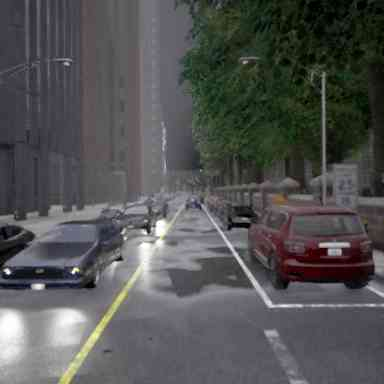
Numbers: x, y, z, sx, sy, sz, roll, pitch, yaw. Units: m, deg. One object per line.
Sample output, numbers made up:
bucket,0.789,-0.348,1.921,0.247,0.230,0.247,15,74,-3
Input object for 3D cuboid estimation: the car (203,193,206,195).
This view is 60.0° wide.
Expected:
car,2.876,1.297,58.108,1.752,1.417,4.829,0,0,0

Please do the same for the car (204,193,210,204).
car,2.841,1.261,41.568,1.967,1.590,4.097,0,0,0

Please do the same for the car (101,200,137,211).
car,-5.718,1.488,25.209,2.008,1.369,4.403,0,0,0

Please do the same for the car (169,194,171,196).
car,-5.638,1.368,63.409,1.887,1.381,4.507,0,0,0

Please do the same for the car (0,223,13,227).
car,-5.752,1.555,8.839,1.947,1.339,4.313,0,0,0

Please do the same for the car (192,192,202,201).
car,1.048,0.965,75.518,2.150,2.045,5.566,0,0,0

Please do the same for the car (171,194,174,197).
car,-5.616,1.236,74.322,1.967,1.590,4.097,0,0,0

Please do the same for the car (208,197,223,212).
car,2.819,1.405,30.656,2.008,1.369,4.403,0,0,0

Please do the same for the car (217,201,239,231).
car,2.796,1.454,19.742,1.947,1.339,4.313,0,0,0

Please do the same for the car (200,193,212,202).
car,2.897,1.058,68.850,2.192,1.841,5.009,0,0,0

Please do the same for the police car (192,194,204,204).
police car,1.016,1.208,59.599,1.930,1.638,5.238,0,0,0

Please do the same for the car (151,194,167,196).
car,-5.662,1.169,52.494,2.192,1.841,5.009,0,0,0

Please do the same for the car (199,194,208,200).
car,2.933,1.268,85.221,1.947,1.339,4.313,0,0,0

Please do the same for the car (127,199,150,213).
car,-5.694,1.486,36.124,1.802,1.307,4.206,0,0,0

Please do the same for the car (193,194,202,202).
car,1.037,1.262,69.489,1.837,1.490,4.892,0,0,0

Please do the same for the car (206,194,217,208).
car,2.829,1.278,36.112,1.967,1.590,4.097,0,0,0

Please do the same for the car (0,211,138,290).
car,-3.090,1.514,9.349,2.033,1.411,5.357,0,0,0

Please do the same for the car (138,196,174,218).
car,-3.037,1.395,29.253,2.128,1.511,4.902,0,0,0

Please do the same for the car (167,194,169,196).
car,-5.649,1.383,57.951,1.887,1.381,4.507,0,0,0

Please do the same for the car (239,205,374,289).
car,2.771,1.238,8.829,2.192,1.841,5.009,0,0,0

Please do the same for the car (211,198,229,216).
car,2.807,1.422,25.199,2.008,1.369,4.403,0,0,0

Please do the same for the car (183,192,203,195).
car,0.185,1.169,49.401,2.097,1.767,4.553,0,0,0

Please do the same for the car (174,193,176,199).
car,-5.603,1.332,79.780,2.008,1.369,4.403,0,0,0

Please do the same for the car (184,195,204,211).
car,0.173,1.375,38.980,1.812,1.442,4.674,0,0,0

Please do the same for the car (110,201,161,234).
car,-3.054,1.462,18.986,1.812,1.442,4.674,0,0,0
